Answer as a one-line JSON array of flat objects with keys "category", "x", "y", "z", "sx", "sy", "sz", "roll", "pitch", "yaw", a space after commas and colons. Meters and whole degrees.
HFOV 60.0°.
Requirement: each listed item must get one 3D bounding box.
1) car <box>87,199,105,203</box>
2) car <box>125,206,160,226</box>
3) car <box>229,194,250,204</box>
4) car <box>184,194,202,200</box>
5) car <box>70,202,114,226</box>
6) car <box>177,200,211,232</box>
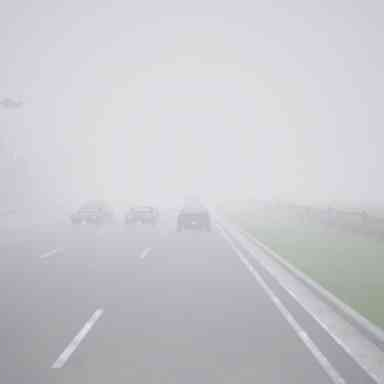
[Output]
[{"category": "car", "x": -10.397, "y": 1.576, "z": 36.543, "sx": 1.837, "sy": 1.490, "sz": 4.892, "roll": 0, "pitch": 0, "yaw": 0}, {"category": "car", "x": -3.396, "y": 1.646, "z": 23.552, "sx": 1.895, "sy": 1.301, "sz": 4.718, "roll": 0, "pitch": 0, "yaw": 0}, {"category": "car", "x": 8.925, "y": 1.334, "z": 62.309, "sx": 3.866, "sy": 1.878, "sz": 1.905, "roll": 0, "pitch": 0, "yaw": 0}, {"category": "car", "x": 0.102, "y": 1.309, "z": 44.740, "sx": 2.150, "sy": 2.045, "sz": 5.566, "roll": 0, "pitch": 0, "yaw": 0}, {"category": "car", "x": -6.898, "y": 1.646, "z": 23.553, "sx": 1.895, "sy": 1.301, "sz": 4.718, "roll": 0, "pitch": 0, "yaw": 0}, {"category": "car", "x": 0.103, "y": 1.517, "z": 20.476, "sx": 1.882, "sy": 1.535, "sz": 5.008, "roll": 0, "pitch": 0, "yaw": 0}]
